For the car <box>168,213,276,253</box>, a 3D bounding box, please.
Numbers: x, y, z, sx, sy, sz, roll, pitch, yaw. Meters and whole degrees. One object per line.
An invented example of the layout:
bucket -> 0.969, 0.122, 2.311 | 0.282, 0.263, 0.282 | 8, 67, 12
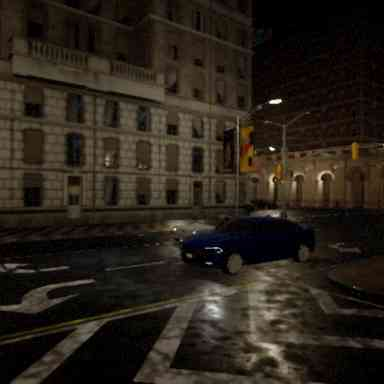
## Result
car -> 1.437, 1.696, 14.837 | 4.718, 1.301, 1.895 | 1, 0, -35

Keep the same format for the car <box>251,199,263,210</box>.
car -> 7.167, 1.827, 46.530 | 1.837, 1.490, 4.892 | 1, 0, -36

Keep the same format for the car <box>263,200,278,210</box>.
car -> 10.205, 1.833, 48.308 | 1.882, 1.535, 5.008 | 1, 0, -36

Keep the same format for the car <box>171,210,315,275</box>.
car -> 1.966, 1.555, 10.916 | 5.008, 1.535, 1.882 | 0, 0, -35
